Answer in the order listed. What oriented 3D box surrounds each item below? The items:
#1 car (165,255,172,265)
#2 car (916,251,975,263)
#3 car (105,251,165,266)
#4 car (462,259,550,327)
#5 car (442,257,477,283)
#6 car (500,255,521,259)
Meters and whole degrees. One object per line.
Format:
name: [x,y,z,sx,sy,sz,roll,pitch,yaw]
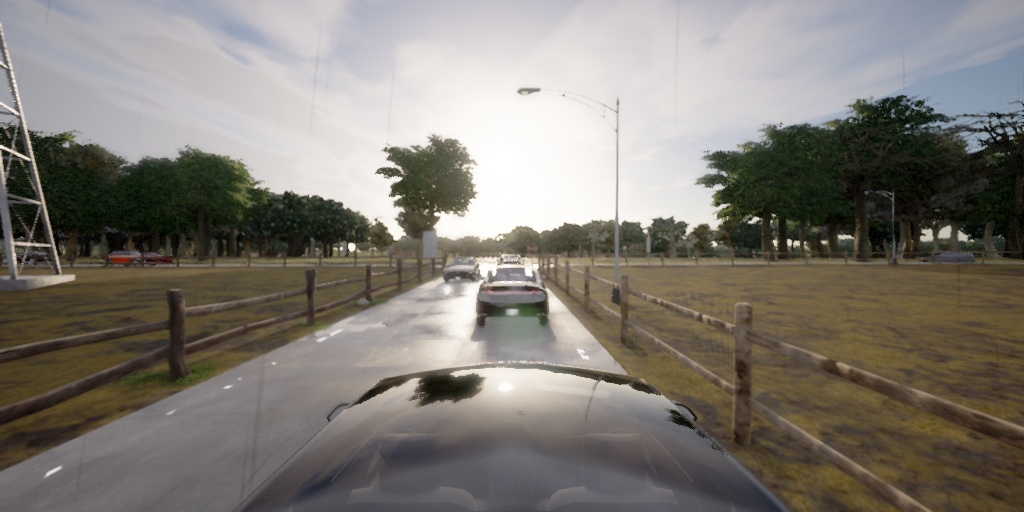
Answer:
car: [-43.801,0.337,42.987,5.008,1.535,1.882,0,0,0]
car: [47.696,0.105,39.535,4.181,1.385,1.994,0,0,16]
car: [-42.418,0.204,40.163,4.553,1.767,2.097,0,0,0]
car: [0.010,1.001,10.515,2.128,1.511,4.902,0,1,0]
car: [-2.955,0.782,22.172,2.033,1.411,5.357,0,1,0]
car: [-0.090,0.653,25.382,2.128,1.511,4.902,0,1,0]
